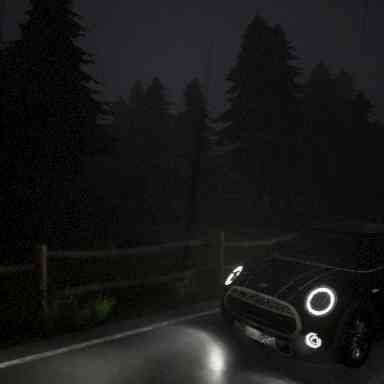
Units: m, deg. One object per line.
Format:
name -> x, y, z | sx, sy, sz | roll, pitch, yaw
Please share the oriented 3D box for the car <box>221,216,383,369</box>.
car -> 2.689, 1.371, 5.888 | 4.553, 1.767, 2.097 | 0, 0, -35
